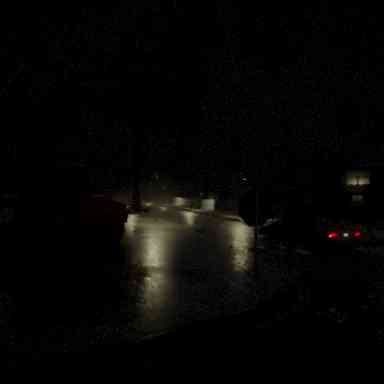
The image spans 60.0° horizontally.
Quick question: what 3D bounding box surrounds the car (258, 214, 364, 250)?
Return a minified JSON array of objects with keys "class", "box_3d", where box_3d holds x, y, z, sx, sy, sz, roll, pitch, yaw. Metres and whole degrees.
[{"class":"car","box_3d":[5.165,1.737,15.334,2.033,1.411,5.357,1,-1,-20]}]
